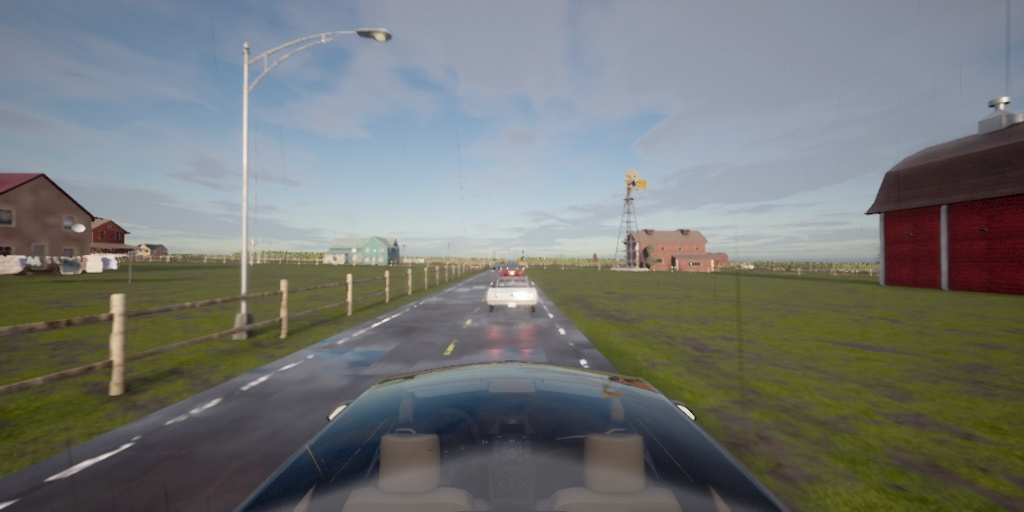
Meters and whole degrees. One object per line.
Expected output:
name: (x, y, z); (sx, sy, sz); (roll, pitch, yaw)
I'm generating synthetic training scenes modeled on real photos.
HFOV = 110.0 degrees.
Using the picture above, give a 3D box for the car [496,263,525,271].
car: (0.032, 1.402, 30.281); (2.097, 1.767, 4.553); (0, -1, 0)

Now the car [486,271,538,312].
car: (0.022, 1.490, 15.101); (1.895, 1.301, 4.718); (0, -1, 0)
